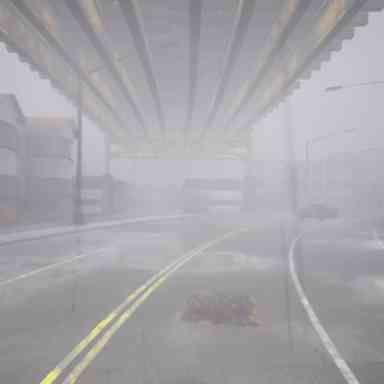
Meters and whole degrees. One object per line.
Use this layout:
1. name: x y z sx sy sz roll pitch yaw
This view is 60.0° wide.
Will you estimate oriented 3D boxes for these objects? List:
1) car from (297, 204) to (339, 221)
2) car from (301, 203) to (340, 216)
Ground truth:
1. car: 10.731 1.690 28.318 2.033 1.411 5.357 0 -1 40
2. car: 14.206 1.933 36.720 4.718 1.301 1.895 2 -2 -38
